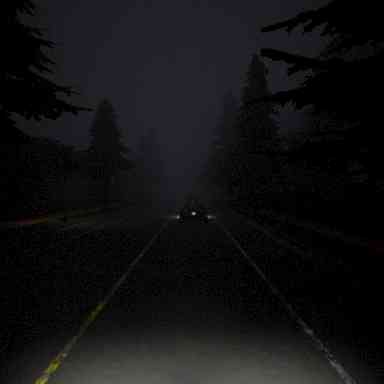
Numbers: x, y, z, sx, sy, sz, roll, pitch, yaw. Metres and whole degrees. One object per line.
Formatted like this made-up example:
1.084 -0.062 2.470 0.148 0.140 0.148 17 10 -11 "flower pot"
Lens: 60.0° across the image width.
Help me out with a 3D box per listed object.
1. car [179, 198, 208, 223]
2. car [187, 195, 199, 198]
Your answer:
0.114 1.415 24.376 1.994 1.385 4.181 0 0 0 "car"
0.124 1.099 41.375 2.097 1.767 4.553 0 0 0 "car"
